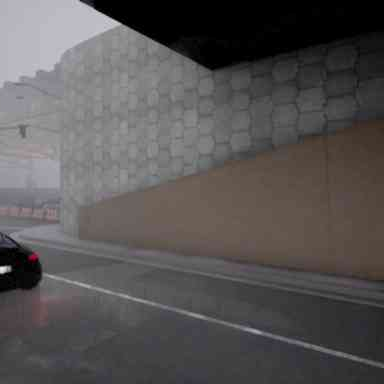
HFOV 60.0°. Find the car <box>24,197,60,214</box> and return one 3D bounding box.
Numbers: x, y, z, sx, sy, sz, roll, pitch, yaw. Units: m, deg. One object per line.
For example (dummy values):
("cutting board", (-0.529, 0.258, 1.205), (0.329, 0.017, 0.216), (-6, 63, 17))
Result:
("car", (-12.055, 1.139, 29.636), (4.536, 1.218, 1.853), (0, 0, 1))

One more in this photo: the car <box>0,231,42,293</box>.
("car", (-5.393, 1.513, 7.808), (4.181, 1.385, 1.994), (0, 0, 36))

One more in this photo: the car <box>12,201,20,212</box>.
("car", (-15.796, 1.270, 32.398), (2.038, 1.542, 4.974), (0, 0, -9))

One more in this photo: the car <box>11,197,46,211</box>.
("car", (-15.805, 1.112, 32.449), (1.853, 1.218, 4.536), (0, 0, -9))

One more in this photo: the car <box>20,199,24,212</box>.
("car", (-12.108, 1.297, 29.636), (4.974, 1.542, 2.038), (0, 0, 1))
